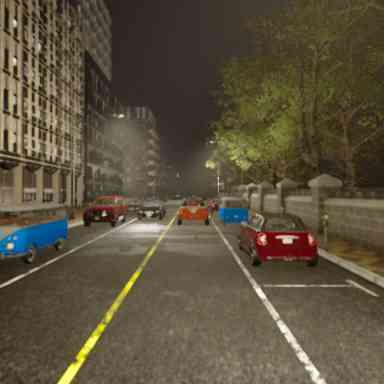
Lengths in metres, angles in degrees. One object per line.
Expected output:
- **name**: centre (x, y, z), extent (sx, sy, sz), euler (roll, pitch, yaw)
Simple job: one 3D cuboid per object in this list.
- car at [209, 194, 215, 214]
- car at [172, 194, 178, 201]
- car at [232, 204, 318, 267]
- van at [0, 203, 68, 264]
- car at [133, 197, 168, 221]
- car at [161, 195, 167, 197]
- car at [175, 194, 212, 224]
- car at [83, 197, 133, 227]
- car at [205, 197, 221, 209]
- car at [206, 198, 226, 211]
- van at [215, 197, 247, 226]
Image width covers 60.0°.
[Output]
- **car**: centre (2.716, 1.337, 33.271), extent (1.967, 1.590, 4.097), euler (1, 0, 0)
- **car**: centre (-2.967, 1.078, 66.970), extent (1.994, 1.385, 4.181), euler (0, 0, 0)
- **car**: centre (2.704, 1.408, 11.357), extent (1.967, 1.590, 4.097), euler (1, 0, 0)
- **van**: centre (-5.675, 1.309, 11.409), extent (1.690, 1.788, 3.998), euler (1, 0, 0)
- **car**: centre (-3.084, 1.412, 26.355), extent (2.128, 1.511, 4.902), euler (0, 0, 0)
- **car**: centre (-5.648, 1.312, 66.152), extent (2.008, 1.369, 4.403), euler (1, 0, 0)
- **car**: centre (0.112, 1.280, 24.092), extent (2.097, 1.767, 4.553), euler (0, 0, 1)
- **car**: centre (-5.669, 1.249, 22.357), extent (2.192, 1.841, 5.009), euler (1, 0, 0)
- **car**: centre (2.721, 1.437, 44.229), extent (1.802, 1.307, 4.206), euler (1, 0, 0)
- **car**: centre (2.718, 1.443, 38.752), extent (1.947, 1.339, 4.313), euler (1, 0, 0)
- **van**: centre (2.712, 1.276, 22.314), extent (1.690, 1.788, 3.998), euler (1, 0, 0)
